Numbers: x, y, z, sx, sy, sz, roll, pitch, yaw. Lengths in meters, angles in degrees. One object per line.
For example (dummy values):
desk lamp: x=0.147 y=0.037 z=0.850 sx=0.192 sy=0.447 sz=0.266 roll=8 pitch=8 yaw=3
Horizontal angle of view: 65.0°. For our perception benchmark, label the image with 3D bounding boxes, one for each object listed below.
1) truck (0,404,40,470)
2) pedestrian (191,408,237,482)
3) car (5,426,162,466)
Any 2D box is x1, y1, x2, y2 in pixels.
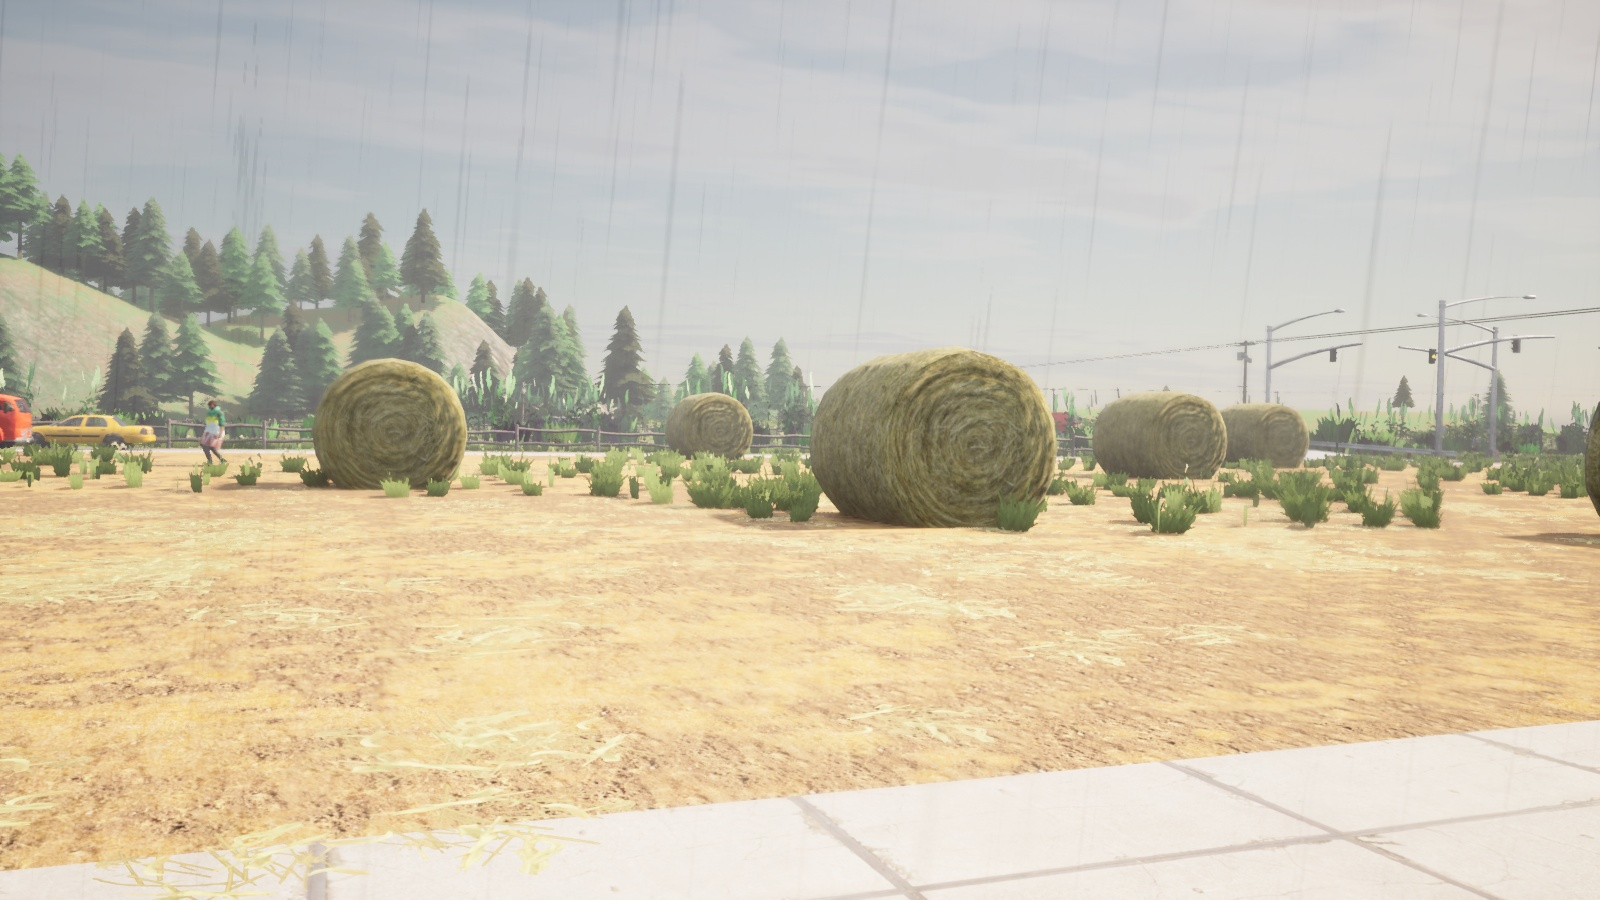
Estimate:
truck: x=-32.269 y=-0.499 z=47.775 sx=5.204 sy=2.467 sz=2.627 roll=-1 pitch=1 yaw=-17
pedestrian: x=-15.724 y=-0.148 z=33.713 sx=0.659 sy=1.952 sz=0.873 roll=0 pitch=1 yaw=24
car: x=-29.692 y=-0.176 z=52.220 sx=5.366 sy=1.575 sz=1.801 roll=-1 pitch=1 yaw=-17
